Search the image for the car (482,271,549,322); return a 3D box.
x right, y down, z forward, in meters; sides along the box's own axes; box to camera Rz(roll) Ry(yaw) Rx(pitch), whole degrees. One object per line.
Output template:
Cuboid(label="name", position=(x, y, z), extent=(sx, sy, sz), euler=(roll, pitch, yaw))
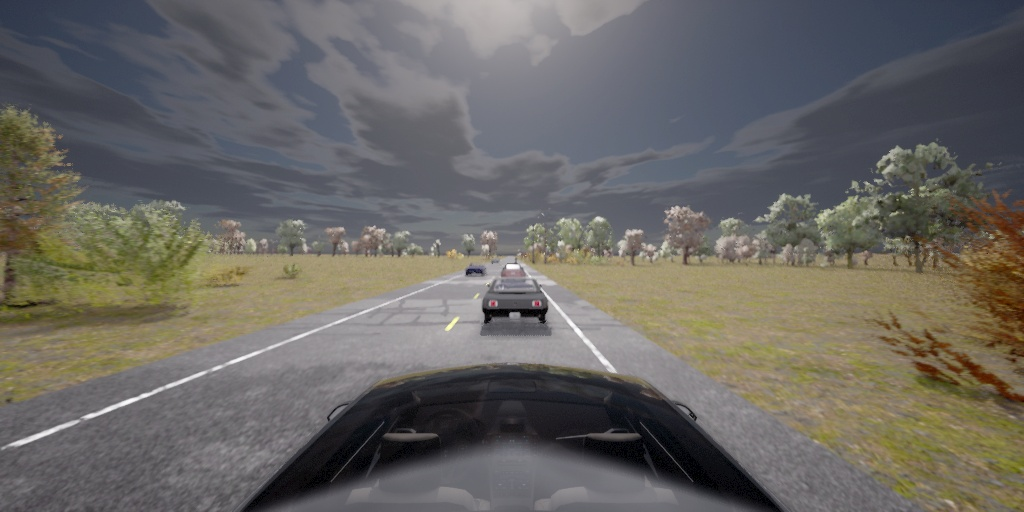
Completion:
Cuboid(label="car", position=(0.089, 1.346, 12.148), extent=(1.895, 1.301, 4.718), euler=(0, 0, 0))

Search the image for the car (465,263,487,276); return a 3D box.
Cuboid(label="car", position=(-3.606, 1.338, 36.393), extent=(1.895, 1.301, 4.718), euler=(0, 0, 0))

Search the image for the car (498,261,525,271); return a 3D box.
Cuboid(label="car", position=(0.086, 1.303, 29.429), extent=(1.994, 1.385, 4.181), euler=(0, 0, 0))
